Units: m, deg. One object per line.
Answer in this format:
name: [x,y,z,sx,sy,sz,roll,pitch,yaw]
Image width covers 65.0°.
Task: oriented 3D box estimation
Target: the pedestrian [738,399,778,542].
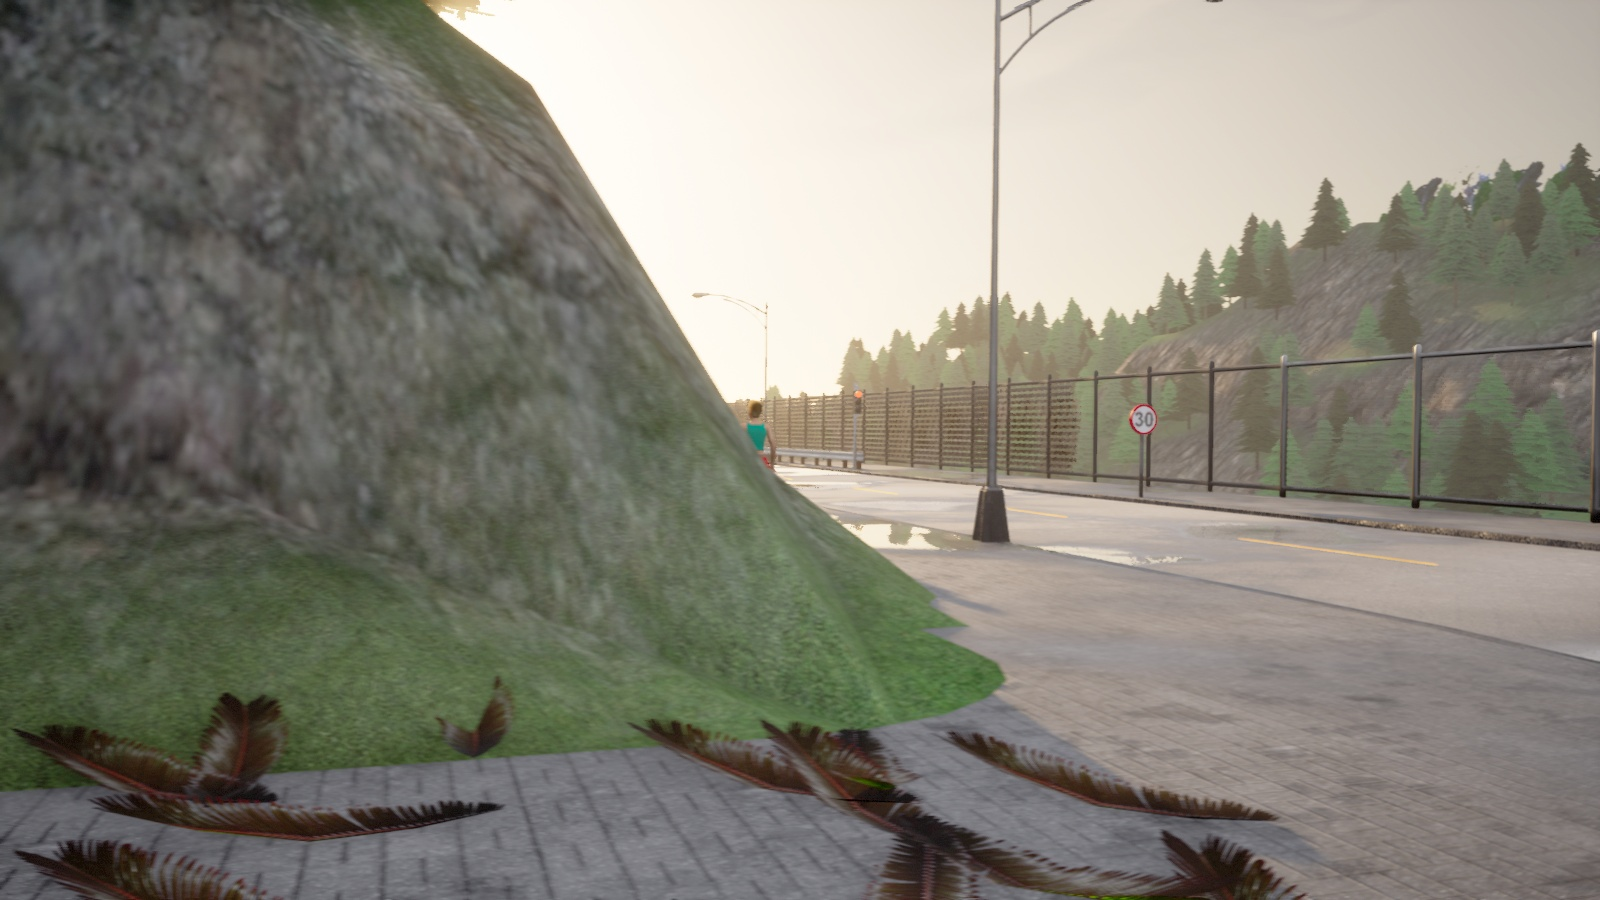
pedestrian: [-0.557,0.255,16.488,0.345,1.836,0.594,-1,1,-18]
